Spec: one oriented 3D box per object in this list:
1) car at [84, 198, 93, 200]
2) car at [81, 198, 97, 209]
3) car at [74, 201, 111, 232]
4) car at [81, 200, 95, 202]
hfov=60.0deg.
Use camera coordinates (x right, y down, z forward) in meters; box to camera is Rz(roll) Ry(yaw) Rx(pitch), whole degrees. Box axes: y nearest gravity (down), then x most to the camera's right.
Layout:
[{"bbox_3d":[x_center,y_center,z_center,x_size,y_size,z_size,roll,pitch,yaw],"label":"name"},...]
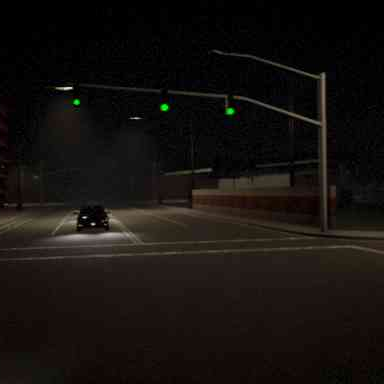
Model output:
[{"bbox_3d":[-12.505,1.671,40.497,2.128,1.511,4.902,-1,0,-17],"label":"car"},{"bbox_3d":[-15.616,1.708,50.296,2.128,1.511,4.902,-1,0,-17],"label":"car"},{"bbox_3d":[-6.414,1.611,21.399,1.837,1.490,4.892,-1,0,-18],"label":"car"},{"bbox_3d":[-9.445,1.707,30.902,1.994,1.385,4.181,-1,0,-18],"label":"car"}]
